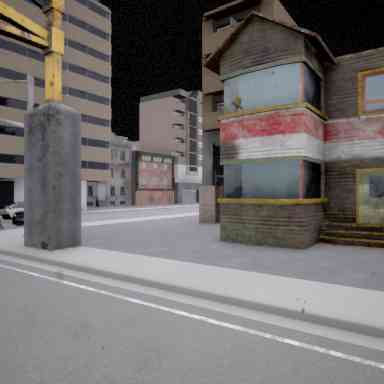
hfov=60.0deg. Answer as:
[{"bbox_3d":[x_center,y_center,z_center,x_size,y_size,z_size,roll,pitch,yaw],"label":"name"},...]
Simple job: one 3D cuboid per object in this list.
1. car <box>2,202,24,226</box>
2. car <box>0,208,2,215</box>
[{"bbox_3d":[-10.111,1.453,23.009,2.038,1.542,4.974,0,0,15],"label":"car"},{"bbox_3d":[-13.269,1.295,25.708,4.536,1.218,1.853,0,0,-30],"label":"car"}]
